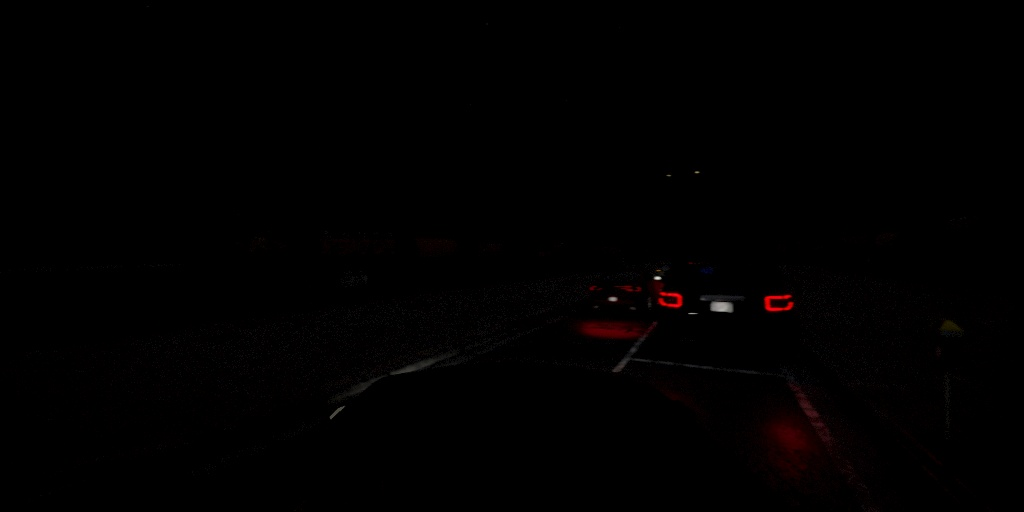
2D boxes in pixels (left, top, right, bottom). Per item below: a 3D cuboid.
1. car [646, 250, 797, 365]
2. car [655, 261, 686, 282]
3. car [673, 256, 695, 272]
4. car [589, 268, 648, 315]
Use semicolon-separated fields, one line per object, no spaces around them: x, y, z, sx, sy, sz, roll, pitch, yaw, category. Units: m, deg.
4.701;0.905;8.155;2.150;2.045;5.566;-2;-1;29;car
12.535;1.152;28.182;1.812;1.442;4.674;-2;0;29;car
20.663;0.881;43.037;2.097;1.767;4.553;-2;0;29;car
4.414;1.203;13.548;1.882;1.535;5.008;-2;-1;29;car
